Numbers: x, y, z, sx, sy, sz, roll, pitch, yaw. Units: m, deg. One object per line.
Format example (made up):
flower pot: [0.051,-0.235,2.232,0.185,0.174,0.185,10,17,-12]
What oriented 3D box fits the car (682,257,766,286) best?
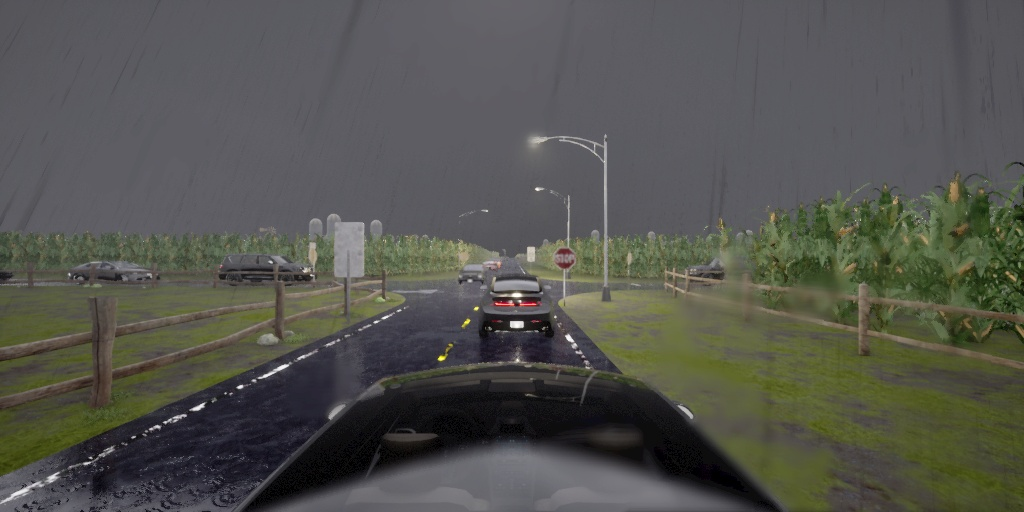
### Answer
car: [15.389,1.094,25.925,5.566,2.045,2.150,0,-1,1]

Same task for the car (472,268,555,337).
car: [0.111,1.256,10.283,1.837,1.490,4.892,0,0,0]

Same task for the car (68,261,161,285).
car: [-25.873,1.086,23.452,4.902,1.511,2.128,0,-1,1]

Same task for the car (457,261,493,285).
car: [-2.809,1.294,26.758,2.033,1.411,5.357,0,0,0]

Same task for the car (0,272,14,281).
car: [-36.151,1.143,23.575,4.718,1.301,1.895,0,-1,1]

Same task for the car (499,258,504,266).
car: [-2.742,1.083,55.290,2.097,1.767,4.553,0,0,0]

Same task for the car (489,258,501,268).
car: [-2.773,1.302,44.205,1.994,1.385,4.181,0,0,0]

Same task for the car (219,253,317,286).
car: [-15.823,0.870,23.357,5.566,2.045,2.150,0,-1,0]
